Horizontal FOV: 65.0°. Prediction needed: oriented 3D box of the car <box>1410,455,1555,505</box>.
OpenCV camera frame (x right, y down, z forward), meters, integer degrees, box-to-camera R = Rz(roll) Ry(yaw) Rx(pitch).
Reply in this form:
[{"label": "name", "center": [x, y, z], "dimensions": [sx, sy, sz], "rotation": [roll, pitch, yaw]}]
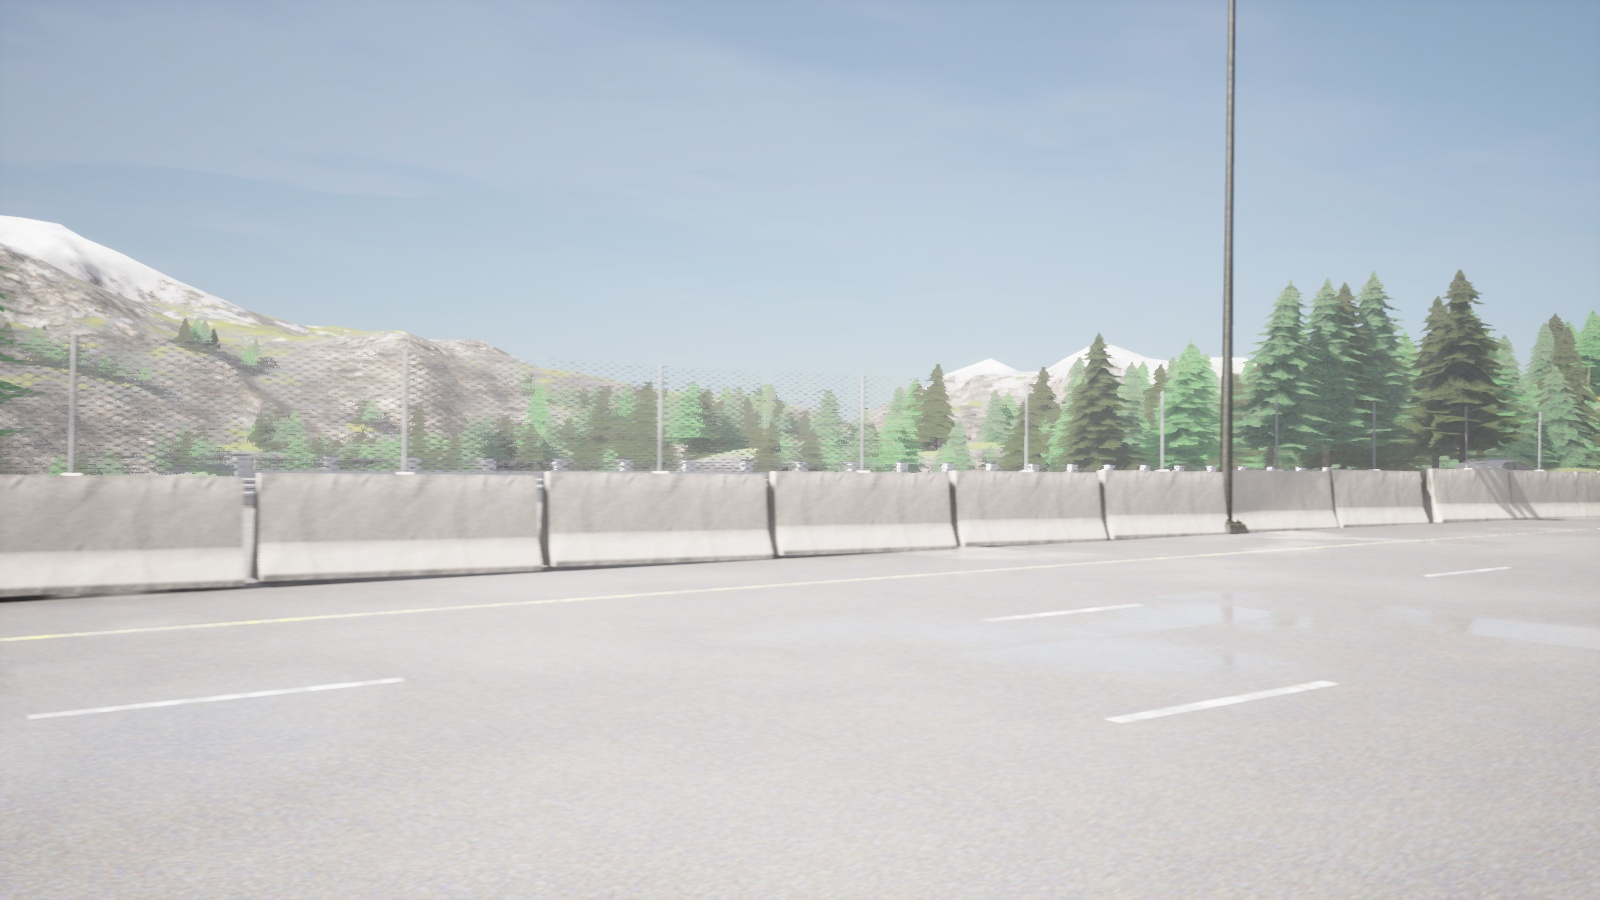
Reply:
[{"label": "car", "center": [21.865, 0.943, 40.198], "dimensions": [4.792, 1.488, 2.163], "rotation": [1, -1, -35]}]
